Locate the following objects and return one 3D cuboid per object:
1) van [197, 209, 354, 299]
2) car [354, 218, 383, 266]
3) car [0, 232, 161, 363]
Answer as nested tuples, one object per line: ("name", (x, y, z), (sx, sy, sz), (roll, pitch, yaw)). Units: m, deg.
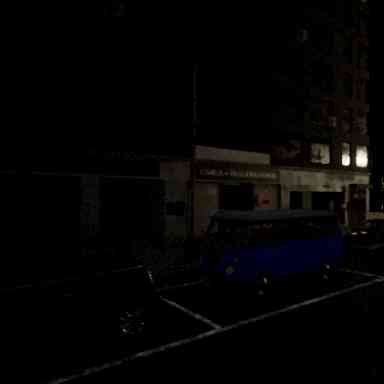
("van", (2.020, 1.346, 8.190), (3.998, 1.788, 1.690), (0, 1, -35))
("car", (6.639, 1.591, 11.483), (4.206, 1.307, 1.802), (0, 1, -35))
("car", (-2.600, 1.441, 4.899), (4.097, 1.590, 1.967), (0, 1, -35))
